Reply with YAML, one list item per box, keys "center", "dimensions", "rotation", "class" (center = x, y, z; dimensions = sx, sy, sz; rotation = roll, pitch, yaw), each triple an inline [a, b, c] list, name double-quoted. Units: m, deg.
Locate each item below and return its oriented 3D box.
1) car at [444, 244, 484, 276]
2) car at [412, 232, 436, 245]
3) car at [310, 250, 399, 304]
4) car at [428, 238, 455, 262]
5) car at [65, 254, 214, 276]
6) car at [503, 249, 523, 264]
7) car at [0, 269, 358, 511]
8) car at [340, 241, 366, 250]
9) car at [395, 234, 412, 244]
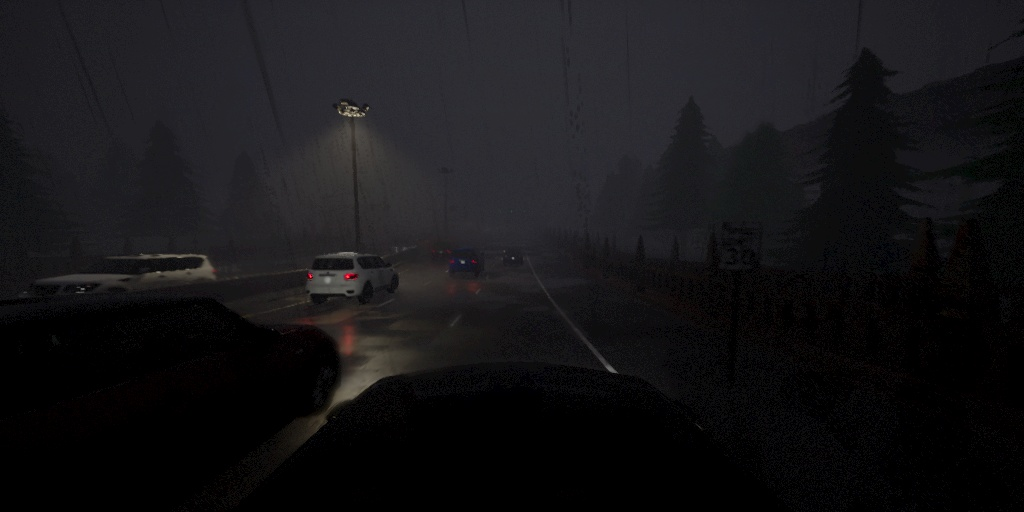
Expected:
- center: [-3.396, 0.343, 27.514]
  dimensions: [2.150, 2.045, 5.566]
  rotation: [0, 4, 0]
  class: "car"
- center: [-13.900, -2.808, 58.207]
  dimensions: [2.150, 2.045, 5.566]
  rotation: [0, 6, 0]
  class: "car"
- center: [-6.898, 0.897, 16.100]
  dimensions: [2.150, 2.045, 5.566]
  rotation: [0, 1, 0]
  class: "car"
- center: [-6.892, -0.553, 37.411]
  dimensions: [2.150, 2.045, 5.566]
  rotation: [0, 6, 0]
  class: "car"
- center: [-14.098, 0.960, 13.505]
  dimensions: [2.150, 2.045, 5.566]
  rotation: [0, 1, 0]
  class: "car"
- center: [0.107, -0.044, 35.870]
  dimensions: [1.994, 1.385, 4.181]
  rotation: [0, 6, 0]
  class: "car"
- center: [-3.400, 1.107, 3.112]
  dimensions: [2.097, 1.767, 4.553]
  rotation: [0, 0, 0]
  class: "car"
- center: [-21.032, -1.333, 47.395]
  dimensions: [1.994, 1.385, 4.181]
  rotation: [0, 6, 1]
  class: "car"
- center: [-17.400, -2.930, 58.244]
  dimensions: [2.033, 1.411, 5.357]
  rotation: [0, 6, 0]
  class: "car"
